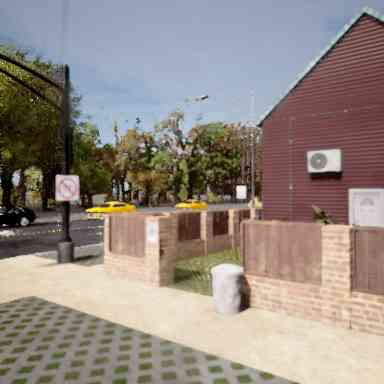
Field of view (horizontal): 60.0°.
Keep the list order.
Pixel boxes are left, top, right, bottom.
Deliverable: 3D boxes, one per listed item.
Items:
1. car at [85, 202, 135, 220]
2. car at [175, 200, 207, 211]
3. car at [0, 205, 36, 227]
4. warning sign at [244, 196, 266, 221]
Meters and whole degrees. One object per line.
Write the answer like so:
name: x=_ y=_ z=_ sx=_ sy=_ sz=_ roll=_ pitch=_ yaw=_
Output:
car: x=-7.380 y=1.669 z=30.338 sx=1.882 sy=1.535 sz=5.008 roll=0 pitch=0 yaw=36
car: x=-0.103 y=1.709 z=40.539 sx=1.882 sy=1.535 sz=5.008 roll=0 pitch=-1 yaw=35
car: x=-13.083 y=1.663 z=22.327 sx=1.837 sy=1.490 sz=4.892 roll=0 pitch=0 yaw=35
warning sign: x=4.837 y=1.245 z=25.599 sx=1.300 sy=1.860 sz=1.060 roll=0 pitch=0 yaw=35
